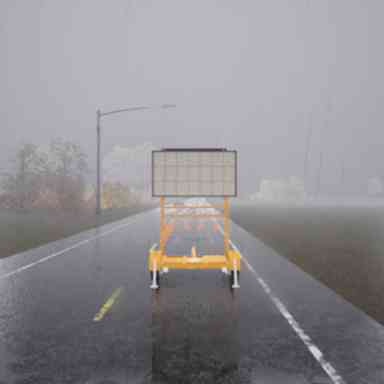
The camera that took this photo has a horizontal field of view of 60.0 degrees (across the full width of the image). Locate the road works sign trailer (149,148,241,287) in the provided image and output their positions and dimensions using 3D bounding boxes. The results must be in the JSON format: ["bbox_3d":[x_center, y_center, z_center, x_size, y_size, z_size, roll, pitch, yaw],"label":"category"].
[{"bbox_3d":[0.066,0.552,9.538,2.380,3.560,2.880,0,-1,0],"label":"road works sign trailer"}]

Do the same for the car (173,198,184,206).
[{"bbox_3d":[-2.751,1.993,68.638,2.097,1.767,4.553,0,0,1],"label":"car"}]
